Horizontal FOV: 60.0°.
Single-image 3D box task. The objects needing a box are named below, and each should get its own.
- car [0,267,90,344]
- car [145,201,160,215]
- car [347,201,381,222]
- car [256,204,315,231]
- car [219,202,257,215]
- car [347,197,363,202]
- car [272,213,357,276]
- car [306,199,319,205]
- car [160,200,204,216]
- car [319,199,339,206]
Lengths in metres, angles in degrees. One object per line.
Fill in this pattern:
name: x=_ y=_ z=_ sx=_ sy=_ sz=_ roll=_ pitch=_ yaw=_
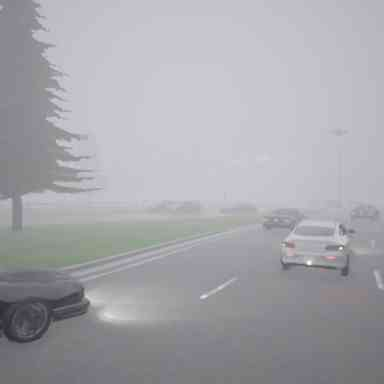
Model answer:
car: x=-4.323 y=1.619 z=4.706 sx=5.357 sy=1.411 sz=2.033 roll=0 pitch=-1 yaw=-39
car: x=-3.462 y=1.786 z=40.891 sx=4.553 sy=1.767 sz=2.097 roll=0 pitch=-1 yaw=-39
car: x=15.233 y=1.777 z=29.101 sx=2.033 sy=1.411 sz=5.357 roll=-1 pitch=-1 yaw=36
car: x=6.254 y=1.743 z=21.783 sx=2.033 sy=1.411 sz=5.357 roll=-1 pitch=-1 yaw=31
car: x=5.622 y=1.925 z=39.381 sx=5.357 sy=1.411 sz=2.033 roll=0 pitch=-1 yaw=-42
car: x=33.353 y=1.791 z=68.067 sx=2.097 sy=1.767 sz=4.553 roll=-1 pitch=-1 yaw=43
car: x=4.173 y=1.620 z=10.801 sx=1.812 sy=1.442 sz=4.674 roll=0 pitch=-1 yaw=28
car: x=25.673 y=2.188 z=70.042 sx=1.895 sy=1.301 sz=4.718 roll=-1 pitch=-1 yaw=43
car: x=-0.874 y=1.750 z=38.493 sx=4.553 sy=1.767 sz=2.097 roll=0 pitch=-1 yaw=-39
car: x=28.273 y=2.110 z=67.700 sx=1.994 sy=1.385 sz=4.181 roll=-1 pitch=-1 yaw=43
